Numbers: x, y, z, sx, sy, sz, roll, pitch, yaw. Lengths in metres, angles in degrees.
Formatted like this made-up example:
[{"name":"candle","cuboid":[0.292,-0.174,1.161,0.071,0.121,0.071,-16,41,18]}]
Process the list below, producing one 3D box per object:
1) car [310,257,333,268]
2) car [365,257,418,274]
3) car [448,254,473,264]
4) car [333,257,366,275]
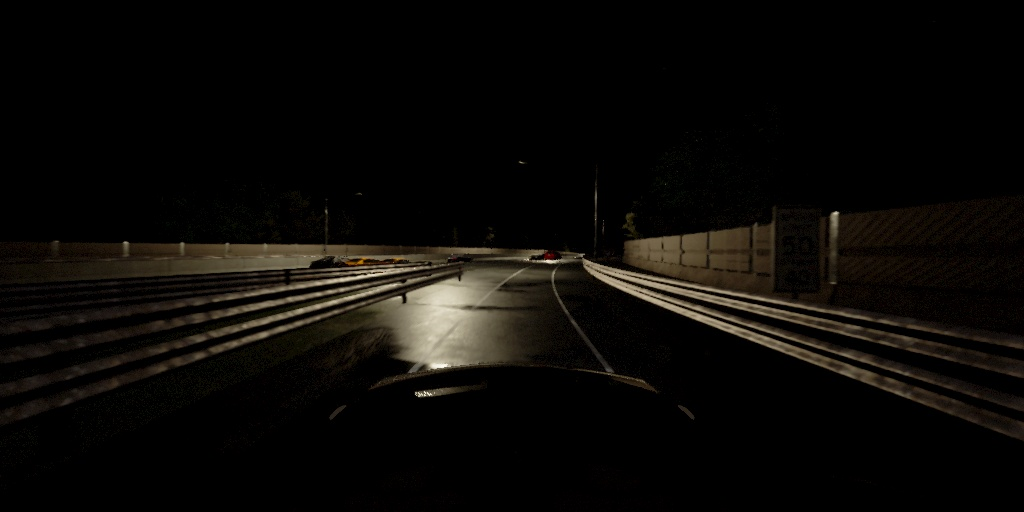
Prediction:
[{"name":"car","cuboid":[-15.802,0.827,32.602,2.128,1.511,4.902,1,1,23]},{"name":"car","cuboid":[-9.371,0.884,29.836,1.882,1.535,5.008,1,1,23]},{"name":"car","cuboid":[-7.416,0.493,52.084,2.128,1.511,4.902,1,1,23]},{"name":"car","cuboid":[-12.585,0.849,31.219,1.882,1.535,5.008,1,1,23]}]
